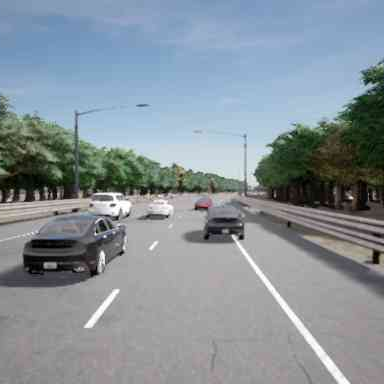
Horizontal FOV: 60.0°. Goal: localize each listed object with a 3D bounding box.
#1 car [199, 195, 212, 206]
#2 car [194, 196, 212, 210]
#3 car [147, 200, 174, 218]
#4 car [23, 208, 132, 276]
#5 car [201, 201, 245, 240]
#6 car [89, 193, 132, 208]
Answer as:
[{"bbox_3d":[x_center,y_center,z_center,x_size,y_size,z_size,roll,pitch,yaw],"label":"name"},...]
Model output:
[{"bbox_3d":[2.186,1.289,51.536,1.812,1.442,4.674,0,0,5],"label":"car"},{"bbox_3d":[1.373,1.378,39.393,1.994,1.385,4.181,0,0,5],"label":"car"},{"bbox_3d":[-2.657,1.390,28.316,1.812,1.442,4.674,0,0,3],"label":"car"},{"bbox_3d":[-3.264,1.455,10.182,1.837,1.490,4.892,0,0,1],"label":"car"},{"bbox_3d":[1.492,1.426,16.599,1.837,1.490,4.892,0,0,2],"label":"car"},{"bbox_3d":[-6.271,1.096,26.055,2.150,2.045,5.566,0,0,2],"label":"car"}]
